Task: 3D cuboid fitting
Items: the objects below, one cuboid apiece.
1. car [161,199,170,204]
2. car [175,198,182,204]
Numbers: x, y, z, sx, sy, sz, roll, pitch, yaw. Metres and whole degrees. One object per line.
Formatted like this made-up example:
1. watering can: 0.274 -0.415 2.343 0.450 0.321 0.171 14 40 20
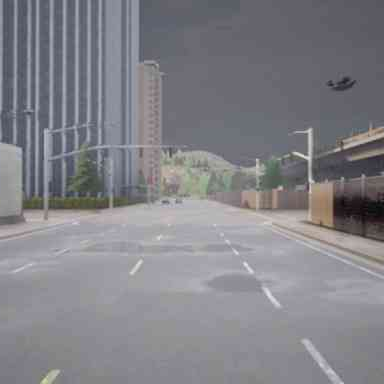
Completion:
1. car: -6.982 2.550 87.751 1.895 1.301 4.718 0 -1 0
2. car: -3.482 2.455 87.781 1.837 1.490 4.892 0 -1 0
